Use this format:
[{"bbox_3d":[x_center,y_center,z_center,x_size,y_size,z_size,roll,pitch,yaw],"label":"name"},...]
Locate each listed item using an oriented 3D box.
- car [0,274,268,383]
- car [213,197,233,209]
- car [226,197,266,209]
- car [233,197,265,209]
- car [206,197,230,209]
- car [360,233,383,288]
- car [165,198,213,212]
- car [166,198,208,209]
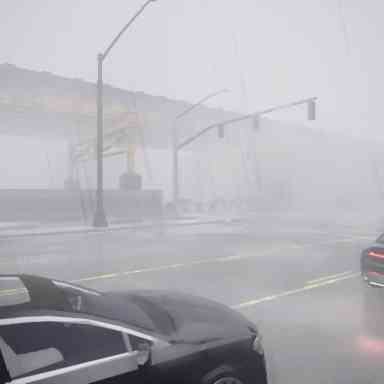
[{"bbox_3d":[-1.469,1.491,2.707,4.902,1.511,2.128,0,0,-35],"label":"car"},{"bbox_3d":[3.256,1.453,40.738,2.038,1.542,4.974,0,0,18],"label":"car"},{"bbox_3d":[7.175,1.453,44.489,4.974,1.542,2.038,0,0,-7],"label":"car"},{"bbox_3d":[7.123,1.295,44.482,4.536,1.218,1.853,0,0,-7],"label":"car"},{"bbox_3d":[3.272,1.295,40.787,1.853,1.218,4.536,0,0,18],"label":"car"},{"bbox_3d":[5.958,1.505,7.995,4.892,1.490,1.837,0,0,-35],"label":"car"},{"bbox_3d":[-0.495,1.453,38.061,4.974,1.542,2.038,0,0,8],"label":"car"},{"bbox_3d":[-0.546,1.295,38.068,4.536,1.218,1.853,0,0,8],"label":"car"}]
